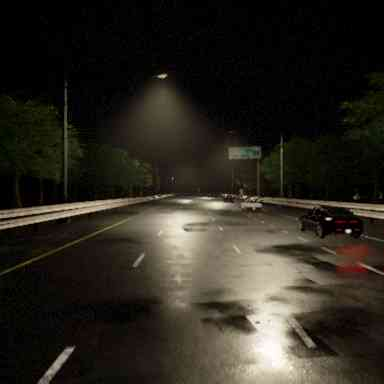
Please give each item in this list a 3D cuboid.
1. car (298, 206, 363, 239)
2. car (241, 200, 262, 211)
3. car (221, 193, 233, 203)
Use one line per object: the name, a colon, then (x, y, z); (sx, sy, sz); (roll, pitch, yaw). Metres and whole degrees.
car: (7.016, 1.509, 17.339); (1.837, 1.490, 4.892); (0, 0, 0)
car: (7.087, 1.600, 40.177); (1.895, 1.301, 4.718); (0, 0, 0)
car: (7.239, 1.467, 67.599); (2.128, 1.511, 4.902); (0, 0, 0)
